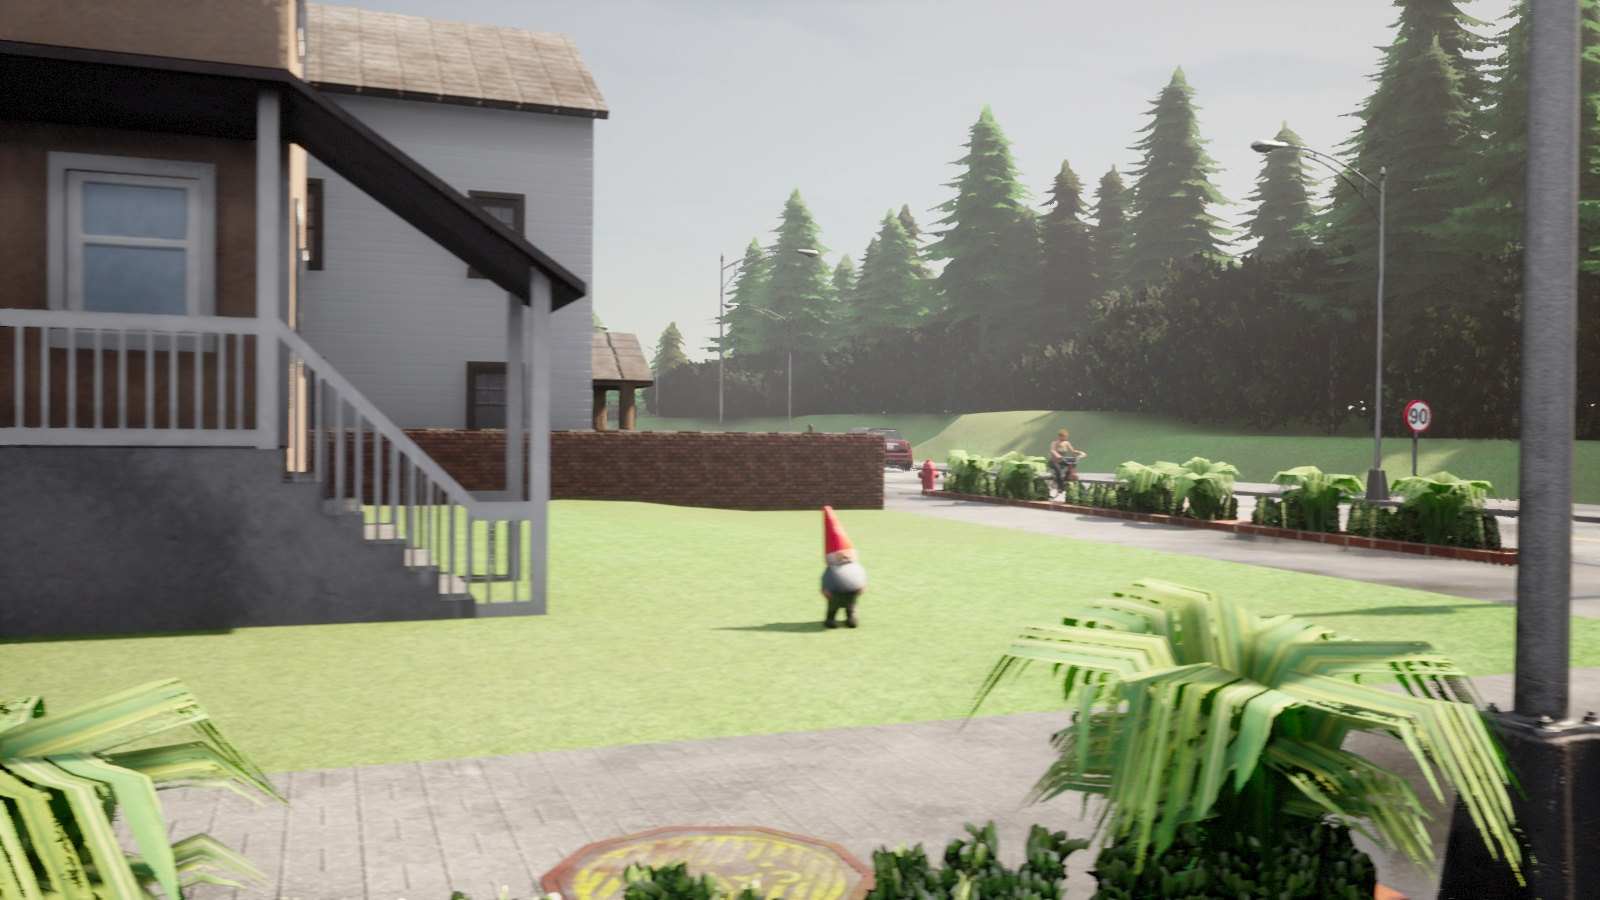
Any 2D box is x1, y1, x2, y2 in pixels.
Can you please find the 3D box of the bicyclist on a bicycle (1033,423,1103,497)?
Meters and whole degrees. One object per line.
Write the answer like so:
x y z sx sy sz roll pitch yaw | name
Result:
6.057 0.207 28.424 0.866 1.612 1.509 -1 1 -21 | bicyclist on a bicycle

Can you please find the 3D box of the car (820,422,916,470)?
2.584 -0.168 48.949 2.097 1.767 4.553 -1 1 -21 | car
